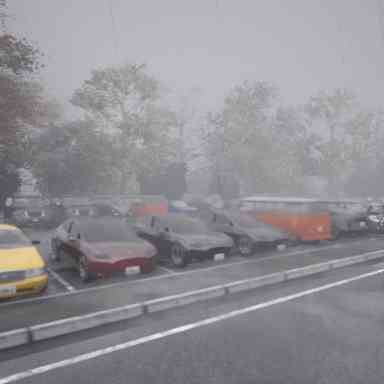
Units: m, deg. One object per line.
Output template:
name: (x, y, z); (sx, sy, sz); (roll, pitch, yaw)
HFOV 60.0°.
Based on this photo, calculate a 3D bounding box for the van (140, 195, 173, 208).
van: (-3.651, 1.223, 25.763); (1.878, 1.987, 4.442); (0, 0, -35)

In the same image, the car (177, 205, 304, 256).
car: (1.687, 1.493, 13.332); (2.163, 1.488, 4.792); (0, 0, -35)

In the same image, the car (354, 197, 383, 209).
car: (25.668, 1.525, 46.444); (2.097, 1.535, 5.008); (0, 0, -35)

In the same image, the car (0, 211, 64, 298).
car: (-5.012, 1.496, 8.381); (1.946, 1.575, 5.366); (0, 0, -35)

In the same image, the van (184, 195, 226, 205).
van: (1.008, 1.202, 28.798); (1.878, 1.987, 4.442); (0, 0, -36)

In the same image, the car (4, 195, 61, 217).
car: (-10.342, 1.233, 20.832); (2.435, 2.045, 5.566); (0, 0, -35)

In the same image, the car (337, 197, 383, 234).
car: (8.439, 1.305, 18.203); (2.185, 1.767, 4.553); (0, 0, -35)

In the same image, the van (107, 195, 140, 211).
van: (-5.774, 1.235, 23.969); (1.878, 1.987, 4.442); (0, 0, -35)

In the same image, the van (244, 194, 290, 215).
van: (7.533, 1.203, 33.709); (1.878, 1.987, 4.442); (0, 0, -35)

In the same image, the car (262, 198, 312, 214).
car: (9.976, 1.469, 35.267); (2.163, 1.488, 4.792); (0, 0, -35)

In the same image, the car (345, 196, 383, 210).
car: (23.388, 1.387, 44.869); (2.185, 1.767, 4.553); (0, 0, -35)

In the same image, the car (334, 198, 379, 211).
car: (21.266, 1.531, 43.287); (2.163, 1.488, 4.792); (0, 0, -35)

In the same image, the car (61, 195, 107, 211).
car: (-8.084, 1.221, 22.437); (2.435, 2.045, 5.566); (0, 0, -35)

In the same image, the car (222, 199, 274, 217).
car: (5.324, 1.453, 32.033); (2.163, 1.488, 4.792); (0, 0, -35)

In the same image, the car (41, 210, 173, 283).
car: (-2.839, 1.517, 10.117); (2.163, 1.488, 4.792); (0, 0, -35)

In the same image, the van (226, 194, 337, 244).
van: (3.865, 1.226, 15.058); (1.878, 1.987, 4.442); (0, 0, -35)

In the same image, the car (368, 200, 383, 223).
car: (15.249, 1.428, 22.776); (1.946, 1.575, 5.366); (0, 0, -35)

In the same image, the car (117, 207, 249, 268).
car: (-0.576, 1.505, 11.725); (2.163, 1.488, 4.792); (0, 0, -35)

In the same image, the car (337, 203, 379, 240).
car: (6.180, 1.469, 16.596); (2.163, 1.488, 4.792); (0, 0, -35)

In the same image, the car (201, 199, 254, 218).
car: (3.173, 1.452, 30.504); (2.163, 1.488, 4.792); (0, 0, -35)

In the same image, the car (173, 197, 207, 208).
car: (-1.328, 1.437, 27.277); (2.097, 1.535, 5.008); (0, 0, -35)
